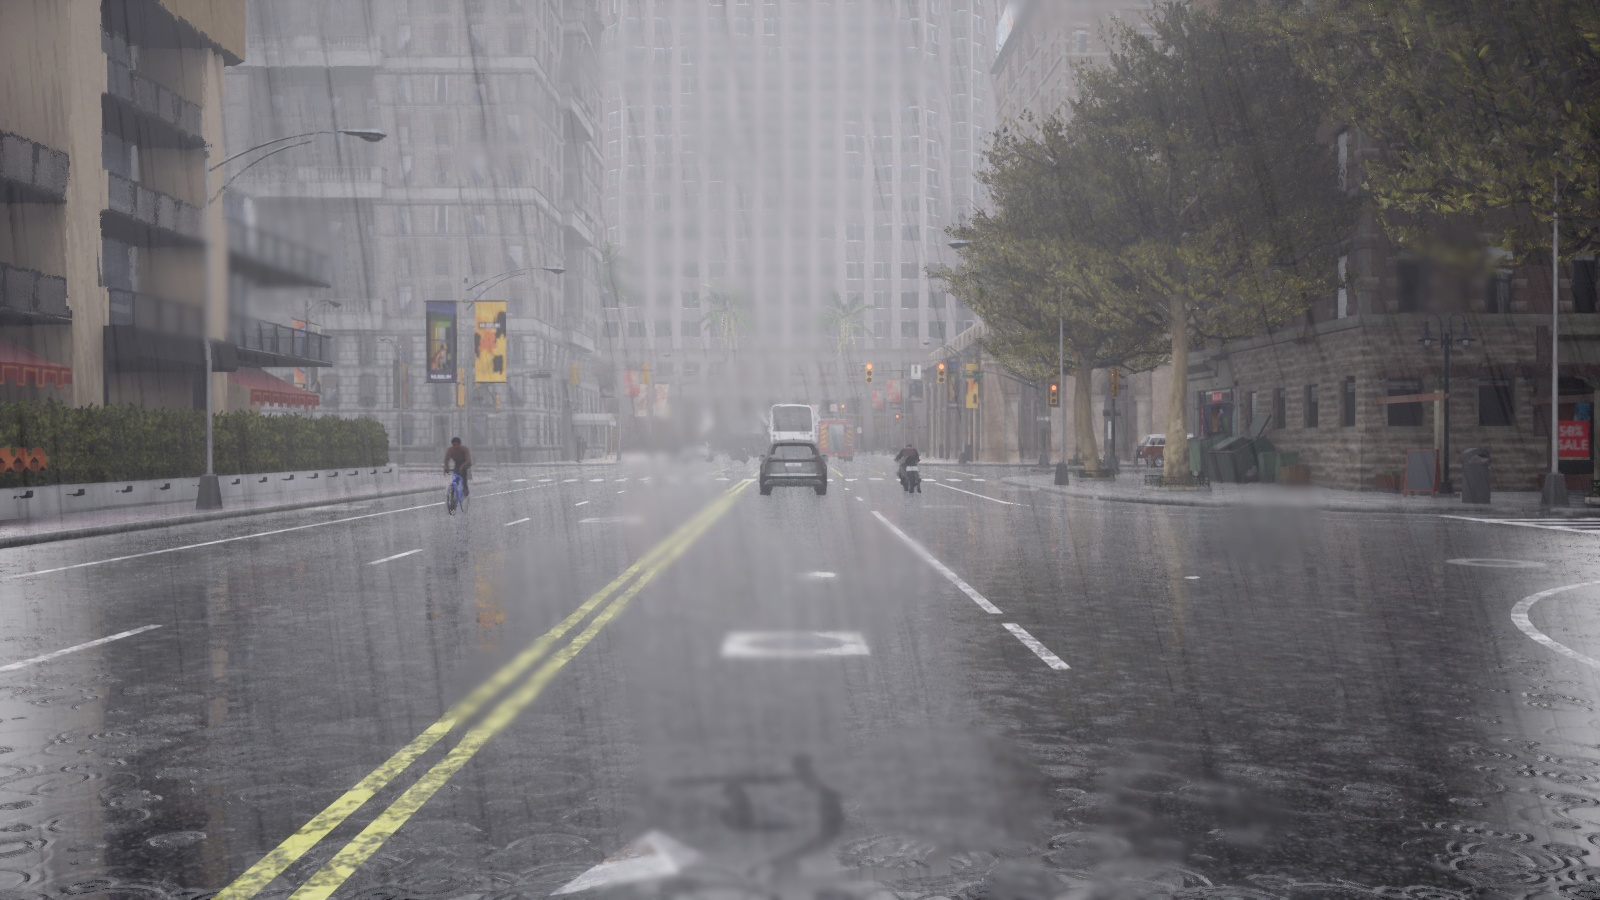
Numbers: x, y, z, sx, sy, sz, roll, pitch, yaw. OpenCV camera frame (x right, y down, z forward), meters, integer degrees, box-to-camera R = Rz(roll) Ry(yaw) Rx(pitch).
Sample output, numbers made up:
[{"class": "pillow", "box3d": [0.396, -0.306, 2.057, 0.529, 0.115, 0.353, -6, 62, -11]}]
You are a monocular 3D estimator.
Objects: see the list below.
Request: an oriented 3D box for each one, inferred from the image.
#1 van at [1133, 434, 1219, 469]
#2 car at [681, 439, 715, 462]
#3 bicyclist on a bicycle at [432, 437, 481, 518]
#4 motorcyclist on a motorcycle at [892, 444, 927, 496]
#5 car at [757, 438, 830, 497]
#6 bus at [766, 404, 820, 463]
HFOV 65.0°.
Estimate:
[{"class": "van", "box3d": [22.090, 0.071, 73.871, 4.480, 2.038, 2.069, 0, 0, 1]}, {"class": "car", "box3d": [-7.540, 0.060, 93.261, 2.242, 1.667, 4.611, 0, 0, 0]}, {"class": "bicyclist on a bicycle", "box3d": [-7.127, 0.546, 26.114, 0.582, 1.620, 1.656, 0, 1, 0]}, {"class": "motorcyclist on a motorcycle", "box3d": [3.298, 0.569, 38.045, 0.866, 1.530, 2.191, 0, 0, 0]}, {"class": "car", "box3d": [-0.196, 0.465, 37.376, 2.033, 1.649, 4.856, 0, 0, 0]}, {"class": "bus", "box3d": [-0.562, -1.175, 96.517, 3.944, 4.253, 10.273, 0, 0, 0]}]
